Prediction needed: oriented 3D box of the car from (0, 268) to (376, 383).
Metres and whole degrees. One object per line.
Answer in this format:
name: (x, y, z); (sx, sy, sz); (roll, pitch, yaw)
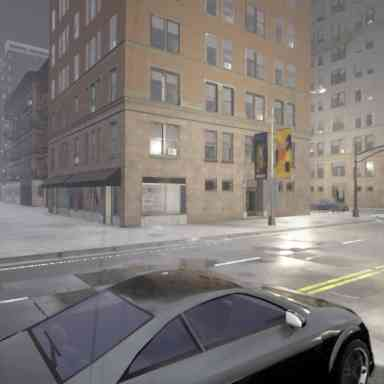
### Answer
car: (0.128, 1.564, 3.549); (4.181, 1.385, 1.994); (0, 0, -36)

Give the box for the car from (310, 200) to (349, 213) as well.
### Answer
car: (15.061, 1.553, 36.816); (1.994, 1.385, 4.181); (0, 0, -38)
